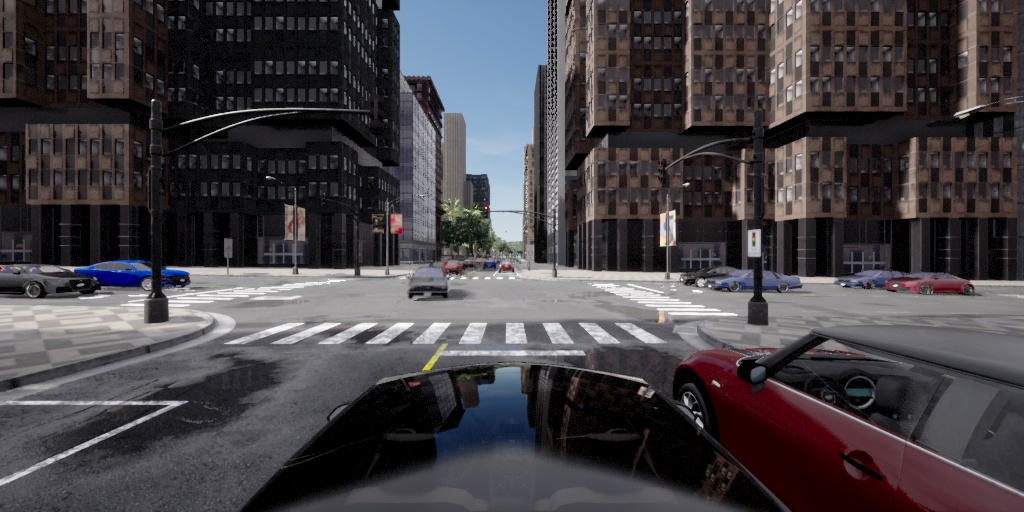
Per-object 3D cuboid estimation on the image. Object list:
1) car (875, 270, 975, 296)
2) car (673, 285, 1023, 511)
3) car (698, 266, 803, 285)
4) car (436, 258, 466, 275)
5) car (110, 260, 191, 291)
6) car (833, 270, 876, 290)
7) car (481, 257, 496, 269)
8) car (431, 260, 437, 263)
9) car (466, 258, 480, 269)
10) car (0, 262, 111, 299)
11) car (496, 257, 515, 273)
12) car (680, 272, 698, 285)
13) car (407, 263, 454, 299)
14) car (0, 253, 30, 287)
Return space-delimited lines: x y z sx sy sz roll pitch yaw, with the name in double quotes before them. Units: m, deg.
"car" 26.188 1.716 22.634 4.181 1.385 1.994 1 0 0
"car" 2.763 1.190 2.445 1.967 1.591 4.097 0 0 0
"car" 15.101 1.539 22.562 5.357 1.411 2.033 1 0 0
"car" -6.464 1.224 38.549 1.882 1.535 5.008 0 0 -1
"car" -19.850 0.976 18.864 5.008 1.535 1.882 1 0 0
"car" 26.568 1.701 25.893 5.357 1.411 2.033 1 0 0
"car" -3.420 1.264 56.868 1.882 1.535 5.008 0 0 0
"car" -9.183 1.324 43.769 1.948 1.339 4.313 0 0 0
"car" -6.609 1.387 56.624 1.895 1.301 4.718 0 0 0
"car" -20.784 1.053 15.609 4.181 1.385 1.994 1 0 0
"car" -0.658 1.197 43.832 1.967 1.591 4.097 0 0 0
"car" 14.707 1.459 25.809 5.008 1.535 1.882 1 0 -1
"car" -4.147 1.268 18.088 2.033 1.411 5.357 1 0 -11
"car" -28.964 0.724 18.800 4.553 1.767 2.097 1 0 0
